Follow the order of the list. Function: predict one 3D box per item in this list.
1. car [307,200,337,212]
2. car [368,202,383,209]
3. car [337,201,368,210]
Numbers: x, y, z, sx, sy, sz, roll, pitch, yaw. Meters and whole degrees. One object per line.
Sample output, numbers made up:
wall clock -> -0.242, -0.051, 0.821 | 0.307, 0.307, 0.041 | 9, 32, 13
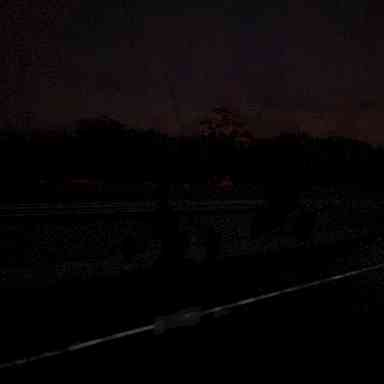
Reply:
car -> 14.380, 1.551, 35.754 | 4.674, 1.442, 1.812 | 0, 0, -35
car -> 18.331, 1.502, 29.973 | 5.008, 1.535, 1.882 | 0, 0, -35
car -> 16.811, 1.590, 33.188 | 4.181, 1.385, 1.994 | 0, 0, -35
